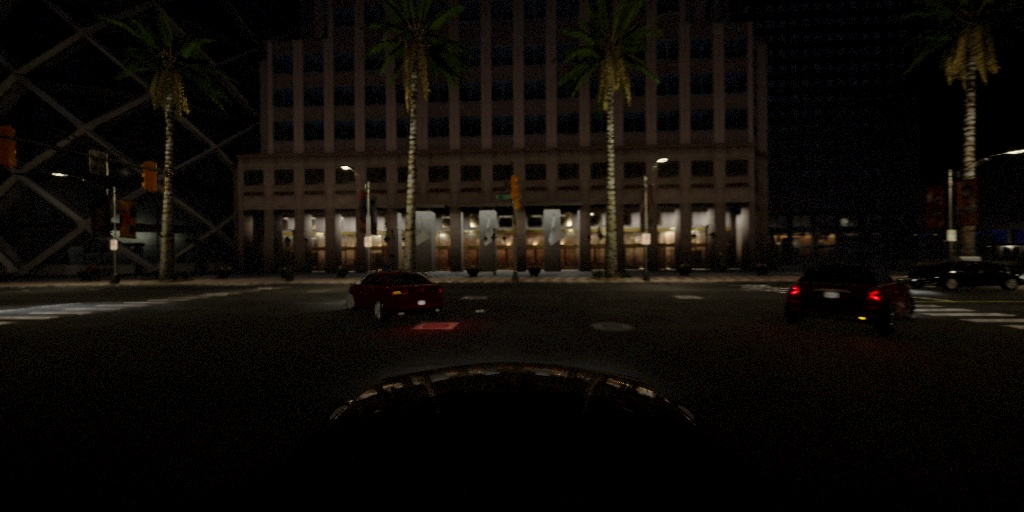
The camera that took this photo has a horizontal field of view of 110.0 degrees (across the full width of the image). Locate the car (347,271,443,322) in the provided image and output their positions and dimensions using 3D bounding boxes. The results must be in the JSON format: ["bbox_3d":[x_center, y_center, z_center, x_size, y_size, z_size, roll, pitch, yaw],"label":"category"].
[{"bbox_3d":[-4.271,1.263,12.675,1.882,1.535,5.008,0,-1,-39],"label":"car"}]

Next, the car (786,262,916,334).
[{"bbox_3d":[9.963,1.015,10.550,4.553,1.767,2.097,-1,0,-37],"label":"car"}]

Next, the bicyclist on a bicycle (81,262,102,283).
[{"bbox_3d":[-34.121,1.342,29.109,0.582,1.620,1.656,0,0,-9],"label":"bicyclist on a bicycle"}]

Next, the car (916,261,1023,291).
[{"bbox_3d":[24.337,1.042,19.400,4.892,1.490,1.837,-1,0,3],"label":"car"}]
